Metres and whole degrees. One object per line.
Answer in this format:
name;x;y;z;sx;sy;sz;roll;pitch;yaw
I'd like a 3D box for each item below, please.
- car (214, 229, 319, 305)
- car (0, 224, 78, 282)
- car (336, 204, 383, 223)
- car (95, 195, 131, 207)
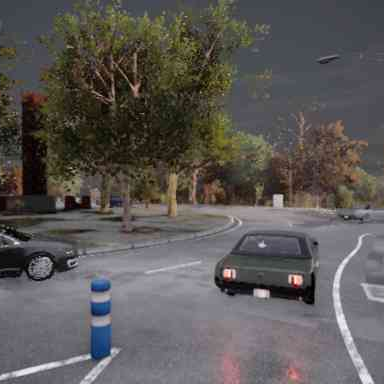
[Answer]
car;2.107;1.579;8.211;1.895;1.301;4.718;0;0;22
car;-5.456;1.488;8.409;4.892;1.490;1.837;0;2;-24
car;13.139;1.555;24.394;4.718;1.301;1.895;2;0;-18
car;-10.611;1.145;44.512;4.553;1.767;2.097;0;1;14
